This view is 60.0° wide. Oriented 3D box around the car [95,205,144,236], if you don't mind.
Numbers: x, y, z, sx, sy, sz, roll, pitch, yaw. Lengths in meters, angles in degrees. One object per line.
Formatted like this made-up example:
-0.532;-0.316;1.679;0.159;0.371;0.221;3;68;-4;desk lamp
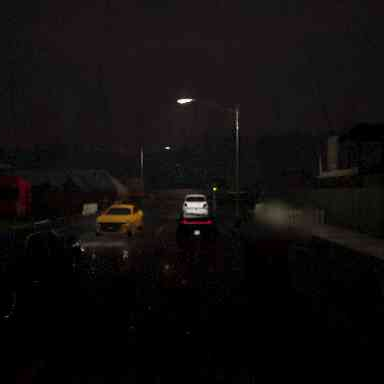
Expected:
-3.943;1.484;18.658;1.882;1.535;5.008;0;0;1;car

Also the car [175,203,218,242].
0.216;1.498;16.373;2.128;1.511;4.902;0;0;0;car

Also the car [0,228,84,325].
-4.041;1.550;7.371;2.033;1.411;5.357;0;0;0;car

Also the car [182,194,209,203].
0.304;1.232;29.574;2.150;2.045;5.566;0;0;0;car
